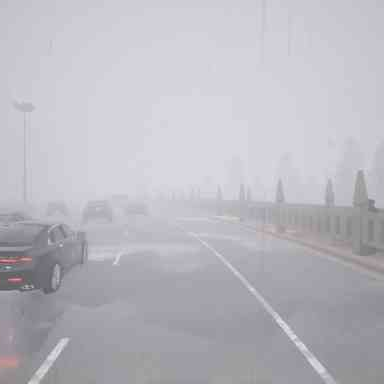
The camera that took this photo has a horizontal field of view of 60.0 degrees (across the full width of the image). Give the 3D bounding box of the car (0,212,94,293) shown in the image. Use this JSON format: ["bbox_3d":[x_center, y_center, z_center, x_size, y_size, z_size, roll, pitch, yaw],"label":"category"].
[{"bbox_3d":[-4.073,1.508,8.737,1.837,1.490,4.892,0,0,-6],"label":"car"}]

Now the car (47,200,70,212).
[{"bbox_3d":[-13.339,1.566,33.120,1.837,1.490,4.892,0,0,-20],"label":"car"}]

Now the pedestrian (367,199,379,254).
[{"bbox_3d":[6.036,1.138,11.204,0.375,1.860,0.375,-1,1,-7],"label":"pedestrian"}]

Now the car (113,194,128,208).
[{"bbox_3d":[-9.530,1.284,42.425,2.150,2.045,5.566,0,0,-25],"label":"car"}]

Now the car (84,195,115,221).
[{"bbox_3d":[-7.687,1.385,27.181,2.097,1.767,4.553,0,0,-16],"label":"car"}]

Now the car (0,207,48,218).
[{"bbox_3d":[-8.375,1.564,15.021,2.033,1.411,5.357,0,0,-10],"label":"car"}]

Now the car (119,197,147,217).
[{"bbox_3d":[-5.663,1.514,32.478,1.882,1.535,5.008,0,0,-18],"label":"car"}]
